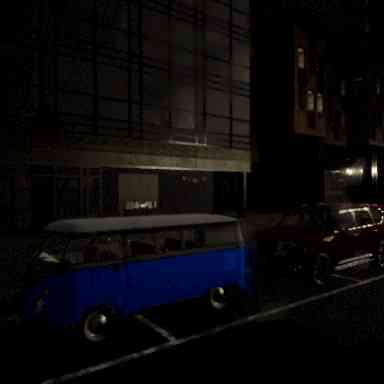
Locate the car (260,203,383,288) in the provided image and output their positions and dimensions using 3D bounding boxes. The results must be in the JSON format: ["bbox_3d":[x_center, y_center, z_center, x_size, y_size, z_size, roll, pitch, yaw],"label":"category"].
[{"bbox_3d":[3.720,1.265,9.315,5.009,1.841,2.192,0,0,-36],"label":"car"}]

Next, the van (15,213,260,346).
[{"bbox_3d":[-0.842,1.325,6.051,3.998,1.788,1.690,0,0,-36],"label":"van"}]
